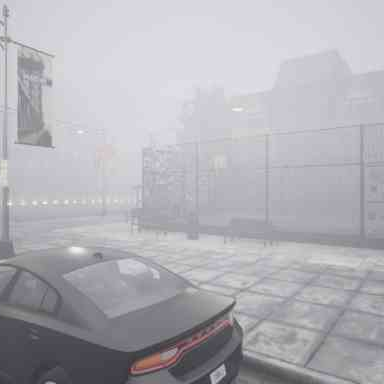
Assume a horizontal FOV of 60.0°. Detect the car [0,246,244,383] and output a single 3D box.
[{"bbox_3d":[-1.785,1.480,4.405,5.008,1.535,2.097,0,0,35],"label":"car"}]
